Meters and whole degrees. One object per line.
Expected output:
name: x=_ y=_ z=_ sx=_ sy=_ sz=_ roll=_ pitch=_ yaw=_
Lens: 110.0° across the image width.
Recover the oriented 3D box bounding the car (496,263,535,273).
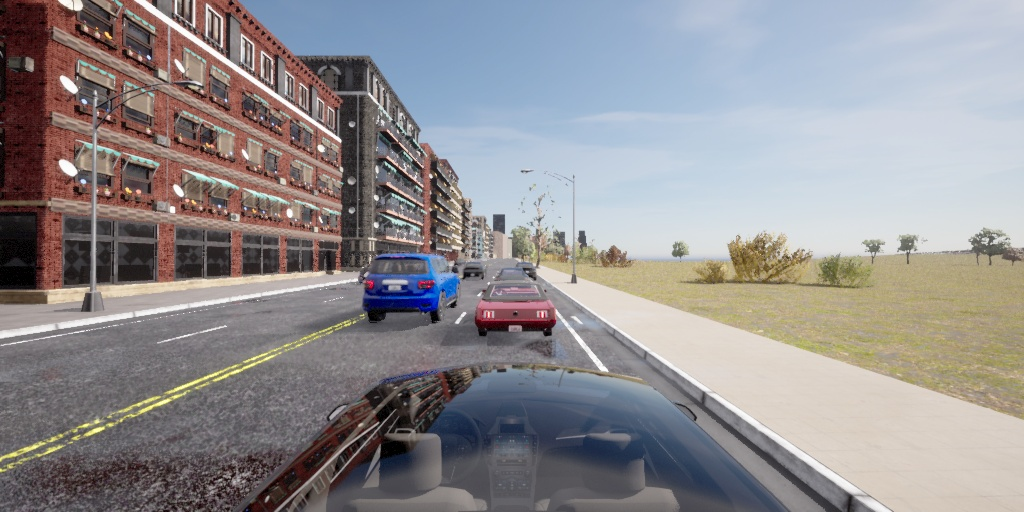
car: x=0.037 y=1.317 z=20.353 sx=1.994 sy=1.385 sz=4.181 roll=0 pitch=0 yaw=0

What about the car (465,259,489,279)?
car: x=-3.238 y=1.259 z=31.935 sx=1.837 sy=1.490 sz=4.892 roll=0 pitch=0 yaw=0

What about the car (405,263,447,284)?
car: x=-6.680 y=1.301 z=28.464 sx=2.033 sy=1.411 sz=5.357 roll=0 pitch=0 yaw=0

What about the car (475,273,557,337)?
car: x=0.076 y=1.352 z=10.322 sx=1.895 sy=1.301 sz=4.718 roll=0 pitch=0 yaw=0

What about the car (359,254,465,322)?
car: x=-3.182 y=0.971 z=12.384 sx=2.150 sy=2.045 sz=5.566 roll=0 pitch=0 yaw=0

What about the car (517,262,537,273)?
car: x=1.054 y=1.259 z=30.347 sx=1.837 sy=1.490 sz=4.892 roll=0 pitch=0 yaw=0
